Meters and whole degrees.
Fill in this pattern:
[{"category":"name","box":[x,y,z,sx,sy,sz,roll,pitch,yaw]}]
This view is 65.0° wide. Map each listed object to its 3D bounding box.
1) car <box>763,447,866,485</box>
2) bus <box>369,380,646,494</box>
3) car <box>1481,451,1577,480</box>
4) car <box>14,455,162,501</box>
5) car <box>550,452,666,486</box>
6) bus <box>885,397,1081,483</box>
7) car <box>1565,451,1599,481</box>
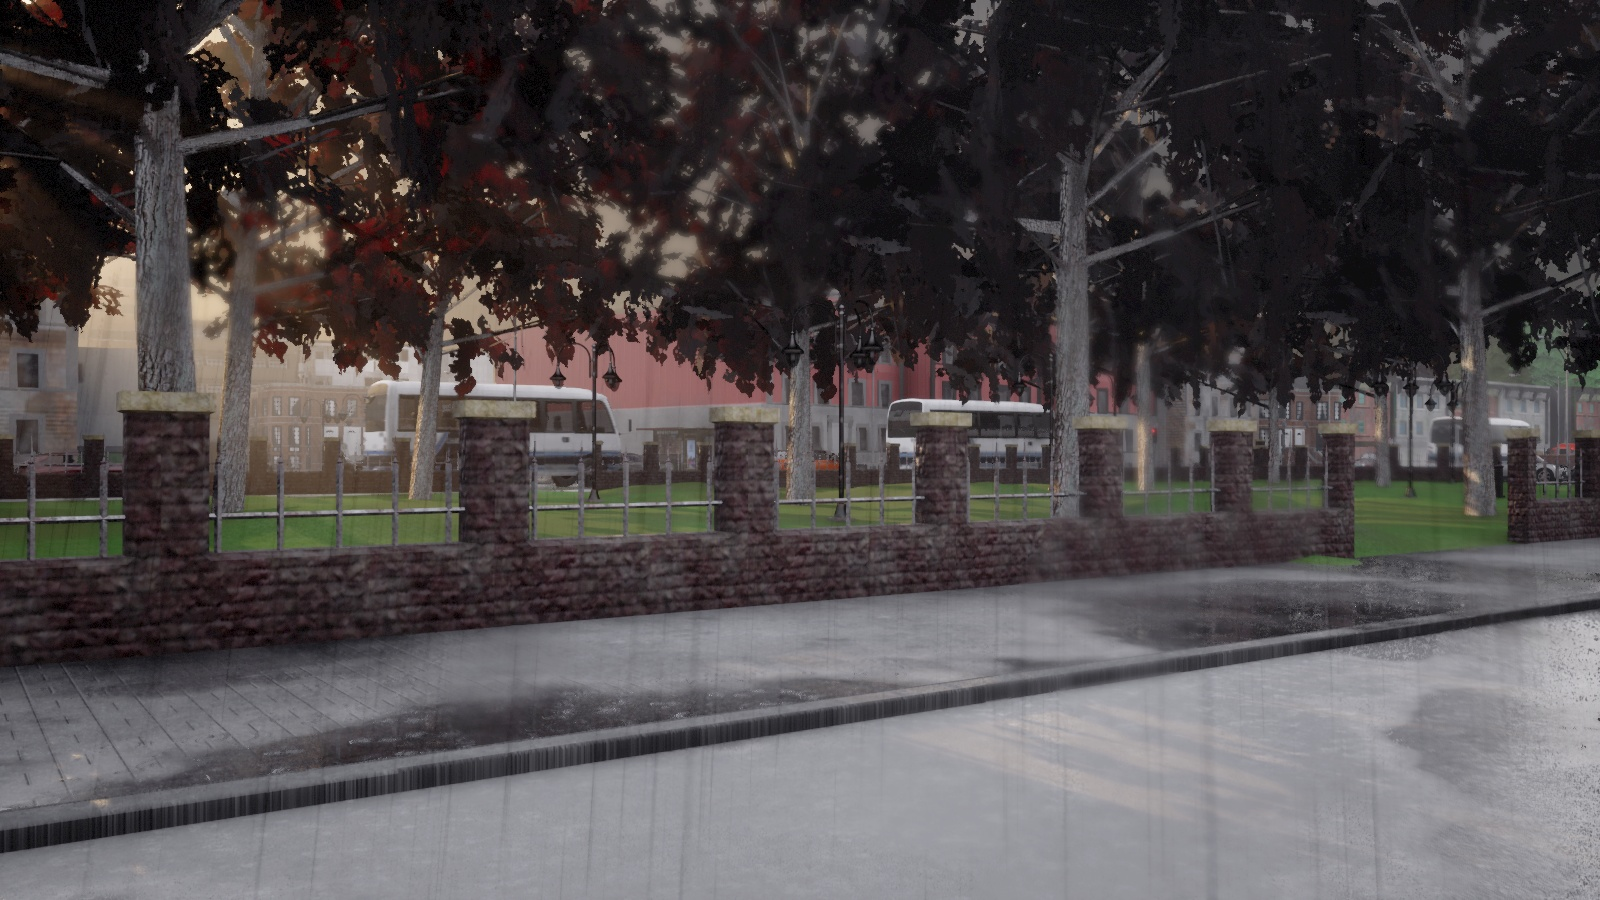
[{"category":"car","box":[0.697,0.747,60.068,4.553,1.767,2.097,0,0,-35]},{"category":"bus","box":[-11.819,-0.482,51.292,10.273,4.253,3.944,0,0,-35]},{"category":"car","box":[37.564,0.785,64.729,1.970,1.475,3.806,0,0,-37]},{"category":"car","box":[-24.156,0.914,42.646,4.193,1.474,1.816,0,0,-35]},{"category":"car","box":[-8.888,0.861,58.228,4.902,1.511,2.128,0,0,-35]},{"category":"bus","box":[9.780,-0.493,66.470,10.273,4.253,3.944,0,0,-34]},{"category":"car","box":[41.944,0.824,64.906,1.845,1.501,3.633,0,0,-35]}]
